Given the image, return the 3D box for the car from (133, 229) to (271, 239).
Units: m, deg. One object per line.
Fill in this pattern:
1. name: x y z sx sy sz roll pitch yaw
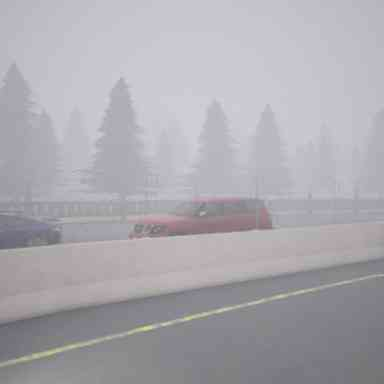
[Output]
1. car: 0.502 1.208 12.403 5.566 2.045 2.150 0 0 -31

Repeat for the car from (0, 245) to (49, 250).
1. car: -7.071 1.482 11.652 4.674 1.442 1.812 0 0 -34
